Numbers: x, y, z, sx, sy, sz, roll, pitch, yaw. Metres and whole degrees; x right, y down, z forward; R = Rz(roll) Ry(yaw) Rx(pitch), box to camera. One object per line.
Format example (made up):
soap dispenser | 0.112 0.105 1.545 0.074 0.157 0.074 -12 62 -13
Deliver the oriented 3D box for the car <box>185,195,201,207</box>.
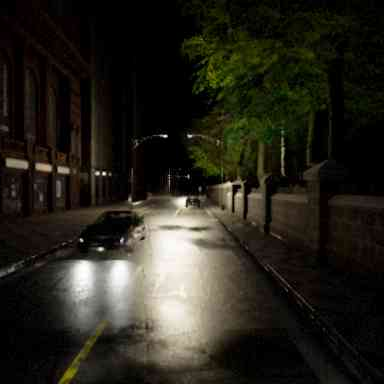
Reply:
car | 0.105 1.166 44.049 2.128 1.511 4.902 0 0 0

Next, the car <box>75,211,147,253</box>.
car | -2.999 1.480 13.576 2.033 1.411 5.357 0 0 0
